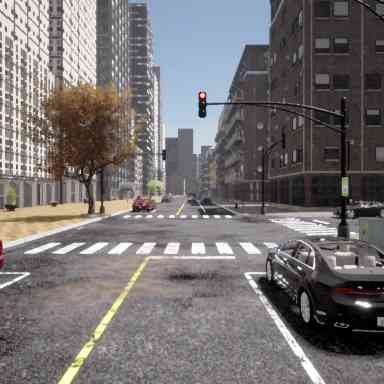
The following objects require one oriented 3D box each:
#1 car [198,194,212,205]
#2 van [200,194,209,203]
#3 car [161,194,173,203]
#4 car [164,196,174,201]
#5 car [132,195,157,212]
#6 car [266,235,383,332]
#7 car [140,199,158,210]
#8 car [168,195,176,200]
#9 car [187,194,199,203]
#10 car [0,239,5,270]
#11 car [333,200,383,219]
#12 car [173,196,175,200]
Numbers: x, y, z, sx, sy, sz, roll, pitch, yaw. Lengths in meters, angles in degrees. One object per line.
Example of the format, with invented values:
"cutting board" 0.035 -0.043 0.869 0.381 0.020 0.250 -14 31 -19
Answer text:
"car" 2.662 1.610 61.245 1.947 1.339 4.313 0 0 0
"van" 2.656 1.402 72.292 1.690 1.788 3.998 0 0 0
"car" -5.724 1.627 72.288 1.947 1.339 4.313 0 0 0
"car" -5.729 1.632 83.333 2.008 1.369 4.403 0 0 0
"car" -5.709 1.336 39.150 2.192 1.841 5.009 0 0 0
"car" 2.686 1.551 6.766 2.008 1.369 4.403 0 0 0
"car" -5.712 1.592 44.673 1.947 1.339 4.313 0 0 0
"car" -5.734 1.654 94.379 2.008 1.369 4.403 0 0 0
"car" -0.032 1.656 68.920 1.895 1.301 4.718 0 0 0
"car" -5.694 1.545 6.762 1.887 1.381 4.507 0 0 0
"car" 13.414 1.350 26.177 4.403 1.369 2.008 -1 1 -1
"car" -5.727 1.385 77.810 2.192 1.841 5.009 0 0 0
